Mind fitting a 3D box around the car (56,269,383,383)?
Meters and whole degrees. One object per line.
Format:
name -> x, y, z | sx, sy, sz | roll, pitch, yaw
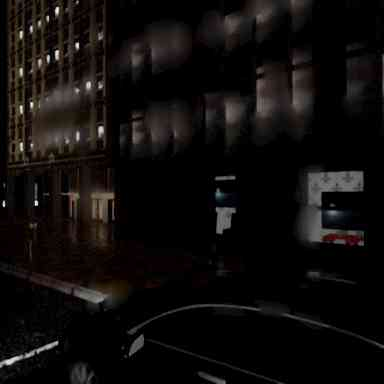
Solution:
car -> 0.702, 1.501, 2.958 | 4.892, 1.490, 1.837 | 0, 0, 38
